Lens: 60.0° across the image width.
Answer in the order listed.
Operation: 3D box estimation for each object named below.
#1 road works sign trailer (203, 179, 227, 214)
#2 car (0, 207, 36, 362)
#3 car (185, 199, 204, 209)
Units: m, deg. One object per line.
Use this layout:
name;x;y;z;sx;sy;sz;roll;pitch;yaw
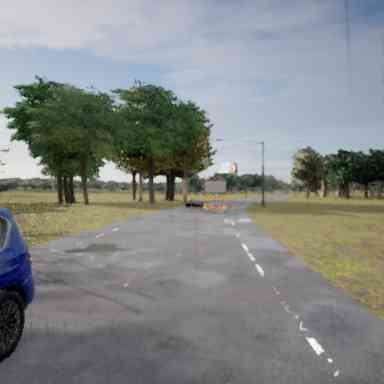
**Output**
road works sign trailer;2.472;0.444;35.349;2.380;3.560;2.880;0;0;8
car;-3.535;1.206;2.924;2.150;2.045;5.566;0;0;1
car;0.320;1.578;44.530;1.895;1.301;4.718;0;0;10
